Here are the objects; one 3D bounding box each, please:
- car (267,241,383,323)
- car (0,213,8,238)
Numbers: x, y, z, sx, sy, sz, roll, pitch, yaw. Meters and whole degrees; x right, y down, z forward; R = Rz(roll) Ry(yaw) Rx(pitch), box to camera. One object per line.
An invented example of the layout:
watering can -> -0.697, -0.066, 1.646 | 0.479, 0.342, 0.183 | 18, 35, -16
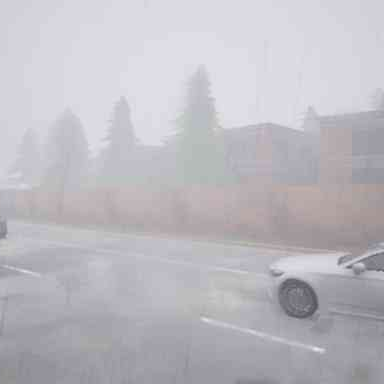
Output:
car -> 3.631, 1.530, 5.699 | 4.674, 1.442, 1.812 | 0, 0, 36
car -> -10.992, 1.342, 16.294 | 4.553, 1.767, 2.097 | 0, 0, 37
